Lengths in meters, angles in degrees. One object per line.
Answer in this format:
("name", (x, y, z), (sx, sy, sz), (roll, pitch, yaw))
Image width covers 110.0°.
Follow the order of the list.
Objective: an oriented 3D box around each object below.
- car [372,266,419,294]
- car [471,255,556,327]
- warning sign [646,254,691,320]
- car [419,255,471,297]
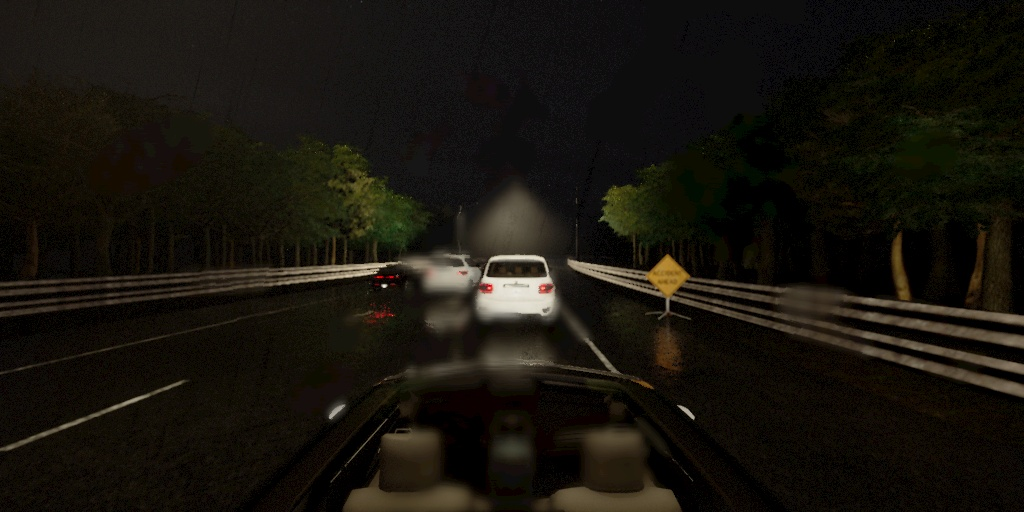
("car", (-6.432, 1.285, 20.814), (1.837, 1.490, 4.892), (0, 0, 3))
("car", (0.208, 0.994, 11.841), (2.150, 2.045, 5.566), (0, 0, 2))
("warning sign", (4.645, 0.883, 10.717), (1.300, 1.860, 1.060), (0, 0, 1))
("car", (-3.005, 0.997, 19.360), (2.150, 2.045, 5.566), (0, -1, 2))
